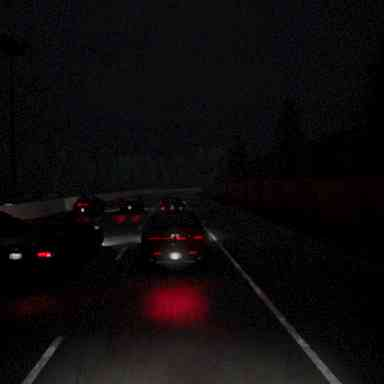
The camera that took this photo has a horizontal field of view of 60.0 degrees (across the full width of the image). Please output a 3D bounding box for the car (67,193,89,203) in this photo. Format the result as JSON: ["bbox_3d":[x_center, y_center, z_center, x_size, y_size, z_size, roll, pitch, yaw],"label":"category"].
[{"bbox_3d":[-17.253,0.857,50.479,1.994,1.385,4.181,-1,1,-3],"label":"car"}]

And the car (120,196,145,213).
[{"bbox_3d":[-5.243,1.038,29.509,1.812,1.442,4.674,-1,1,-4],"label":"car"}]

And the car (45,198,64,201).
[{"bbox_3d":[-20.734,0.877,50.108,1.812,1.442,4.674,-1,1,-3],"label":"car"}]

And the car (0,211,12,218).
[{"bbox_3d":[-7.656,1.402,12.395,1.812,1.442,4.674,-1,0,-3],"label":"car"}]

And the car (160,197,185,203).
[{"bbox_3d":[-1.479,1.089,25.035,2.033,1.411,5.357,-1,1,-3],"label":"car"}]

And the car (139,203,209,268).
[{"bbox_3d":[-0.546,1.306,10.631,1.837,1.490,4.892,-1,1,-3],"label":"car"}]

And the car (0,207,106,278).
[{"bbox_3d":[-4.007,1.417,9.831,2.033,1.411,5.357,-1,1,-3],"label":"car"}]

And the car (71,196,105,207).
[{"bbox_3d":[-8.679,1.092,28.361,1.837,1.490,4.892,-1,2,-3],"label":"car"}]
